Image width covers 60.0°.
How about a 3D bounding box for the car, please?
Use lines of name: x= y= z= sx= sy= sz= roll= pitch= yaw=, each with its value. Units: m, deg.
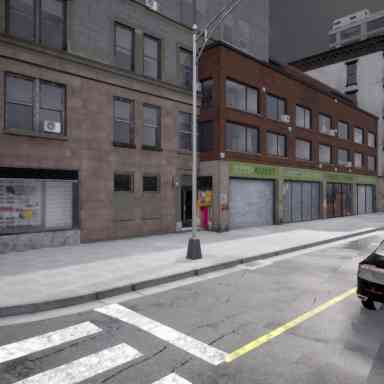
car: x=5.017 y=1.497 z=6.800 sx=4.902 sy=1.511 sz=2.128 roll=0 pitch=0 yaw=-44
